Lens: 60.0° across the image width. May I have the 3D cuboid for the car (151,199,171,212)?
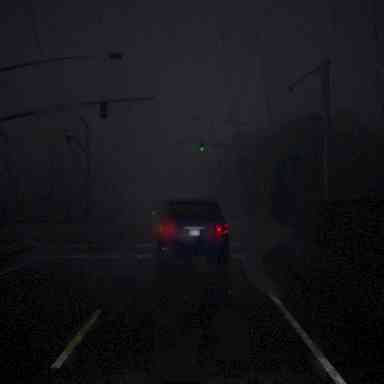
[{"bbox_3d":[-3.595,1.537,39.652,1.994,1.385,4.181,0,0,0],"label":"car"}]

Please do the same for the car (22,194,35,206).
[{"bbox_3d":[-25.898,1.253,54.567,1.932,1.855,4.605,0,0,0],"label":"car"}]

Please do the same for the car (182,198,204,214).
[{"bbox_3d":[0.094,1.467,35.646,2.128,1.511,4.902,0,0,0],"label":"car"}]

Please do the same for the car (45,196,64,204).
[{"bbox_3d":[-25.960,1.511,63.046,1.970,1.475,3.806,0,0,0],"label":"car"}]

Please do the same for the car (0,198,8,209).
[{"bbox_3d":[-22.571,1.399,37.516,1.970,1.475,3.806,0,0,0],"label":"car"}]

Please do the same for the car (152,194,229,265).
[{"bbox_3d":[-0.076,1.215,11.823,2.150,2.045,5.566,0,0,-3],"label":"car"}]

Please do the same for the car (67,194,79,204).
[{"bbox_3d":[-22.634,1.227,62.444,1.905,1.878,3.866,0,0,0],"label":"car"}]

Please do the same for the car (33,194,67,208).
[{"bbox_3d":[-18.928,1.460,44.576,2.007,1.523,4.514,0,0,0],"label":"car"}]
